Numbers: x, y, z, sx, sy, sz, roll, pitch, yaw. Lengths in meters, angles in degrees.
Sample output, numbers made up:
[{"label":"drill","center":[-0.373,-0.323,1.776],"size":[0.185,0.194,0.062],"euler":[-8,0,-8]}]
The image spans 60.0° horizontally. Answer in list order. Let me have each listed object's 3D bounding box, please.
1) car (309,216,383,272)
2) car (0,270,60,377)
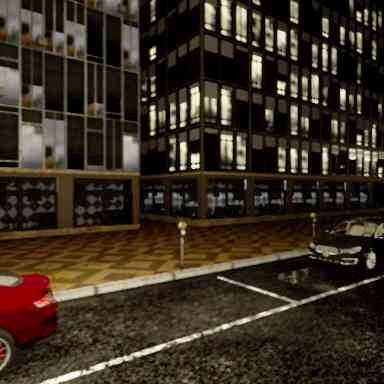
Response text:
[{"label":"car","center":[5.478,1.482,10.461],"size":[4.403,1.369,2.008],"euler":[0,1,-35]},{"label":"car","center":[-3.792,1.588,3.851],"size":[4.206,1.307,1.802],"euler":[0,1,-35]}]
